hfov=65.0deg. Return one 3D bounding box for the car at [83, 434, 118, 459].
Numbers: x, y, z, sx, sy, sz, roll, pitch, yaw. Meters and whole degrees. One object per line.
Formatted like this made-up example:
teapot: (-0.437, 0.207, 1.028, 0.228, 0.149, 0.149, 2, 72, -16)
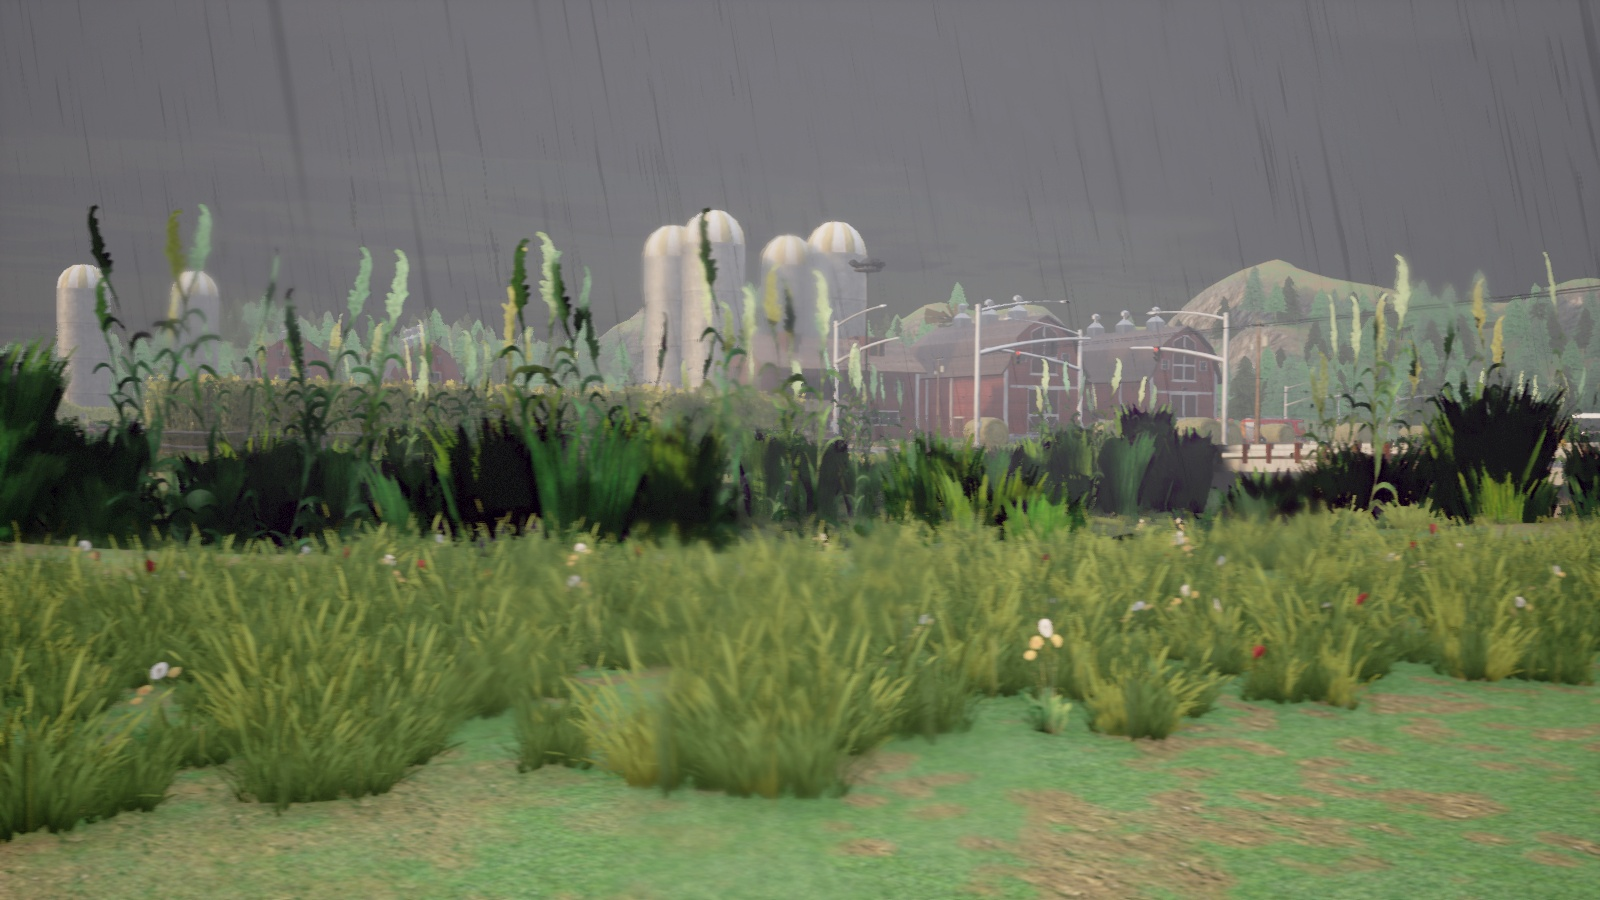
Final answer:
car: (-47.456, -0.238, 85.206, 1.851, 1.617, 3.988, -1, 2, -26)
